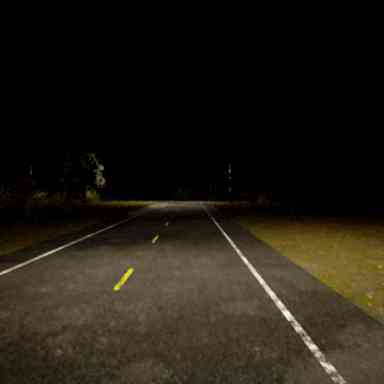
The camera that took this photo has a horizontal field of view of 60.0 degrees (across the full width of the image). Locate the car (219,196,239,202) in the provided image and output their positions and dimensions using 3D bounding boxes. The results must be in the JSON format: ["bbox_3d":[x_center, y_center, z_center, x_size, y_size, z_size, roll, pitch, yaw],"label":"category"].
[{"bbox_3d":[9.231,1.596,79.531,4.181,1.385,1.994,0,0,-2],"label":"car"}]

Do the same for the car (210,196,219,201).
[{"bbox_3d":[7.064,1.619,86.483,4.718,1.301,1.895,0,0,-2],"label":"car"}]

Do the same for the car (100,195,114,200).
[{"bbox_3d":[-22.493,1.423,85.688,4.674,1.442,1.812,0,0,-2],"label":"car"}]
